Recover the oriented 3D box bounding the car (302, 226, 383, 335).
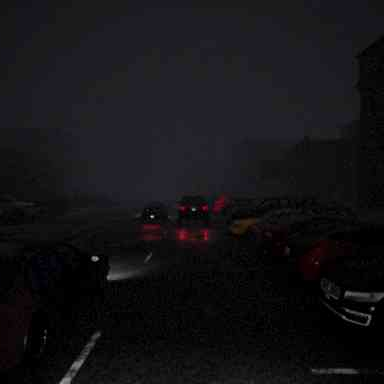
[{"bbox_3d":[4.717,1.491,5.621,4.892,1.521,2.231,0,0,0],"label":"car"}]

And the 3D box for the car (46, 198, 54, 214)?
[{"bbox_3d":[-15.782,1.521,30.544,4.792,1.488,2.163,0,0,0],"label":"car"}]

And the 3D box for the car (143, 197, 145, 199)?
[{"bbox_3d":[-15.732,1.459,91.195,5.366,1.575,1.946,0,-1,0],"label":"car"}]

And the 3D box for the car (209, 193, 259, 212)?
[{"bbox_3d":[4.783,1.207,38.971,5.566,2.045,2.435,0,0,0],"label":"car"}]

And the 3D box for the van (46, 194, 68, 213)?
[{"bbox_3d":[-15.938,1.247,36.062,4.442,1.987,1.878,0,0,0],"label":"van"}]

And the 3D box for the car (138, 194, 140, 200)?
[{"bbox_3d":[-15.903,1.366,80.170,5.008,1.535,2.097,0,0,0],"label":"car"}]

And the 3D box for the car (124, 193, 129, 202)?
[{"bbox_3d":[-15.880,1.326,66.390,5.008,1.535,2.097,0,0,0],"label":"car"}]

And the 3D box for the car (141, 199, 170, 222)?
[{"bbox_3d":[-2.886,1.524,26.557,1.837,1.490,4.892,0,0,0],"label":"car"}]

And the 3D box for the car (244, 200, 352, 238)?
[{"bbox_3d":[4.743,1.378,13.959,4.553,1.767,2.185,0,0,0],"label":"car"}]

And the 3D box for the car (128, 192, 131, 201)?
[{"bbox_3d":[-15.849,1.357,69.146,4.792,1.488,2.163,0,0,0],"label":"car"}]

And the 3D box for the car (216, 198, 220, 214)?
[{"bbox_3d":[4.716,1.498,27.735,4.892,1.521,2.231,0,0,0],"label":"car"}]

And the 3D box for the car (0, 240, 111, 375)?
[{"bbox_3d":[-2.898,1.558,5.695,2.033,1.411,5.357,0,0,0],"label":"car"}]

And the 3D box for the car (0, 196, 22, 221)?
[{"bbox_3d":[-15.833,1.378,25.027,4.553,1.767,2.185,0,0,0],"label":"car"}]

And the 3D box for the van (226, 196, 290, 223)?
[{"bbox_3d":[4.837,1.276,24.952,4.442,1.987,1.878,0,0,0],"label":"van"}]

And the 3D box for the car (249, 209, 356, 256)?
[{"bbox_3d":[4.706,1.500,11.180,5.008,1.535,2.097,0,0,0],"label":"car"}]

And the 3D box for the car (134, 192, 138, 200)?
[{"bbox_3d":[-15.889,1.351,77.414,5.008,1.535,2.097,0,0,0],"label":"car"}]

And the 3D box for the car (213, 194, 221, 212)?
[{"bbox_3d":[4.758,1.239,30.635,5.566,2.045,2.435,0,0,0],"label":"car"}]

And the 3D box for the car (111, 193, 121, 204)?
[{"bbox_3d":[-15.831,1.095,58.118,5.566,2.045,2.435,0,0,0],"label":"car"}]

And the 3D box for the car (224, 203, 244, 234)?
[{"bbox_3d":[4.527,1.503,16.615,5.366,1.575,1.946,0,0,0],"label":"car"}]

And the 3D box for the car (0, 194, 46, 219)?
[{"bbox_3d":[-15.778,1.247,27.786,5.566,2.045,2.435,0,0,0],"label":"car"}]

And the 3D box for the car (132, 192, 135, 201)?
[{"bbox_3d":[-15.895,1.340,74.658,4.892,1.521,2.231,0,0,0],"label":"car"}]

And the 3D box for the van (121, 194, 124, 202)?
[{"bbox_3d":[-15.985,1.103,63.755,4.442,1.987,1.878,0,0,0],"label":"van"}]

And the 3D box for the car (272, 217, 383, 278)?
[{"bbox_3d":[4.740,1.524,8.401,4.792,1.488,2.163,0,0,0],"label":"car"}]

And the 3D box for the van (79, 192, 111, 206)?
[{"bbox_3d":[-15.733,1.151,52.607,4.442,1.987,1.878,0,0,0],"label":"van"}]

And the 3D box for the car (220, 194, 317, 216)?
[{"bbox_3d":[4.683,1.254,19.399,5.566,2.045,2.435,0,0,0],"label":"car"}]

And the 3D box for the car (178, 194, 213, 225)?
[{"bbox_3d":[0.111,1.244,24.613,2.150,2.045,5.566,0,0,0],"label":"car"}]

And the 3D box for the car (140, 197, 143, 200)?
[{"bbox_3d":[-15.932,1.133,82.928,5.566,2.045,2.435,0,0,0],"label":"car"}]

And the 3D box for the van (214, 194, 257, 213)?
[{"bbox_3d":[4.628,1.245,36.195,4.442,1.987,1.878,0,0,0],"label":"van"}]

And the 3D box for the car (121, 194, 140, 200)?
[{"bbox_3d":[-15.876,1.281,85.683,4.553,1.767,2.185,0,0,0],"label":"car"}]

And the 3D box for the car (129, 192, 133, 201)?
[{"bbox_3d":[-15.891,1.333,71.902,4.892,1.521,2.231,0,0,0],"label":"car"}]

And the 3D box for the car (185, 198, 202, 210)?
[{"bbox_3d":[0.160,1.506,42.808,2.033,1.411,5.357,0,0,0],"label":"car"}]
